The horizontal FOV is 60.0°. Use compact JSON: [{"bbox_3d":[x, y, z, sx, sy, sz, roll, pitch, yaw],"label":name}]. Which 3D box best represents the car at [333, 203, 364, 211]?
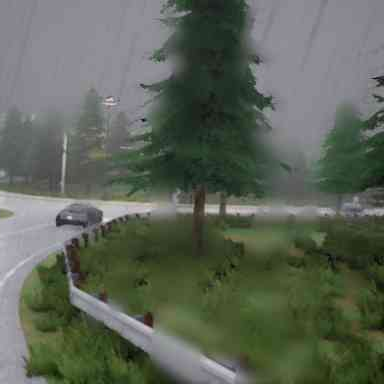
[{"bbox_3d":[21.505,2.185,45.693,4.674,1.442,1.812,2,3,-25],"label":"car"}]

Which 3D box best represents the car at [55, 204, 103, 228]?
[{"bbox_3d":[-7.269,1.452,21.882,1.994,1.385,4.181,4,2,1],"label":"car"}]
